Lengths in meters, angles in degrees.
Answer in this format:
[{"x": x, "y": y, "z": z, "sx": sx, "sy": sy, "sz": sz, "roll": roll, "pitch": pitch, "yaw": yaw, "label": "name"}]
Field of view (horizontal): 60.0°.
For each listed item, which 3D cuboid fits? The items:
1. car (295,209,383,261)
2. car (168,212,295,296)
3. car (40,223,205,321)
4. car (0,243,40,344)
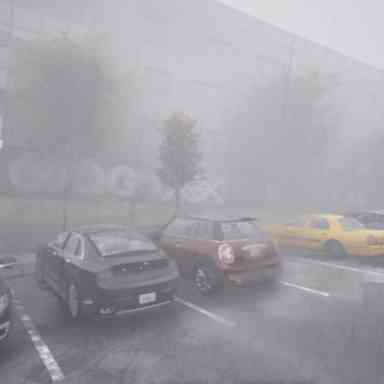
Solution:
[{"x": 4.581, "y": 1.466, "z": 12.461, "sx": 1.946, "sy": 1.575, "sz": 5.366, "roll": 0, "pitch": 0, "yaw": -35, "label": "car"}, {"x": 0.157, "y": 1.349, "z": 9.039, "sx": 2.185, "sy": 1.767, "sz": 4.553, "roll": 0, "pitch": 0, "yaw": -35, "label": "car"}, {"x": -2.131, "y": 1.479, "z": 7.439, "sx": 2.231, "sy": 1.521, "sz": 4.892, "roll": 0, "pitch": 0, "yaw": -35, "label": "car"}, {"x": -4.413, "y": 1.481, "z": 5.826, "sx": 2.231, "sy": 1.521, "sz": 4.892, "roll": 0, "pitch": 0, "yaw": -35, "label": "car"}]
